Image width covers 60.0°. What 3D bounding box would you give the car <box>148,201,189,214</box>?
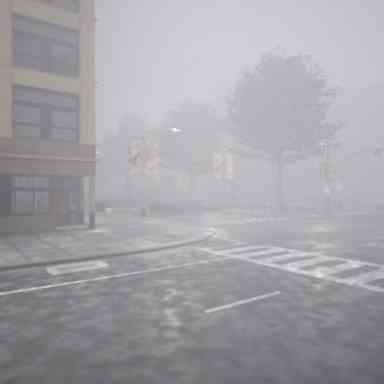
[{"bbox_3d":[-2.694,1.555,34.538,1.895,1.301,4.718,0,0,-36],"label":"car"}]

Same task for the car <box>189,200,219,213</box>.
[{"bbox_3d":[0.765,1.546,35.722,1.895,1.301,4.718,0,0,-36],"label":"car"}]

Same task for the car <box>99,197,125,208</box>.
[{"bbox_3d":[-11.765,1.462,47.250,1.837,1.490,4.892,0,0,-35],"label":"car"}]

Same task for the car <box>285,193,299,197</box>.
[{"bbox_3d":[19.313,1.176,69.935,2.002,1.452,4.674,0,0,-36],"label":"car"}]

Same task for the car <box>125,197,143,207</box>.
[{"bbox_3d":[-8.925,1.438,49.296,2.128,1.511,4.902,0,0,-35],"label":"car"}]

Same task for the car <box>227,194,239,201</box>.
[{"bbox_3d":[8.832,1.280,77.411,2.161,1.482,4.786,0,0,-36],"label":"car"}]

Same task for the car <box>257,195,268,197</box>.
[{"bbox_3d":[18.479,1.300,83.867,1.895,1.301,4.718,0,0,-36],"label":"car"}]
